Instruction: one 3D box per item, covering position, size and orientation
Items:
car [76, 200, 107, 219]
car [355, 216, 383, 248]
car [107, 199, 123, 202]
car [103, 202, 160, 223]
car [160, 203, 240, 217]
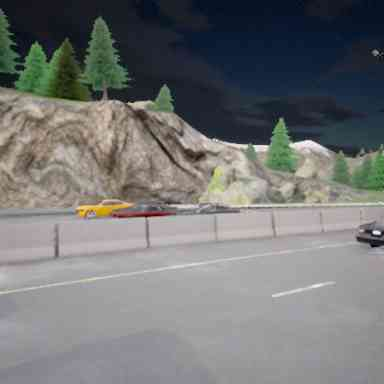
[{"bbox_3d":[-7.243,1.395,28.295,5.008,1.535,1.882,0,0,-31],"label":"car"},{"bbox_3d":[8.861,1.510,13.230,5.357,1.411,2.033,0,0,-29],"label":"car"},{"bbox_3d":[-3.657,1.471,26.418,5.357,1.411,2.033,0,0,-31],"label":"car"},{"bbox_3d":[-3.243,1.535,22.569,4.718,1.301,1.895,0,0,-31],"label":"car"},{"bbox_3d":[0.800,1.431,20.878,4.902,1.511,2.128,0,0,-30],"label":"car"}]
